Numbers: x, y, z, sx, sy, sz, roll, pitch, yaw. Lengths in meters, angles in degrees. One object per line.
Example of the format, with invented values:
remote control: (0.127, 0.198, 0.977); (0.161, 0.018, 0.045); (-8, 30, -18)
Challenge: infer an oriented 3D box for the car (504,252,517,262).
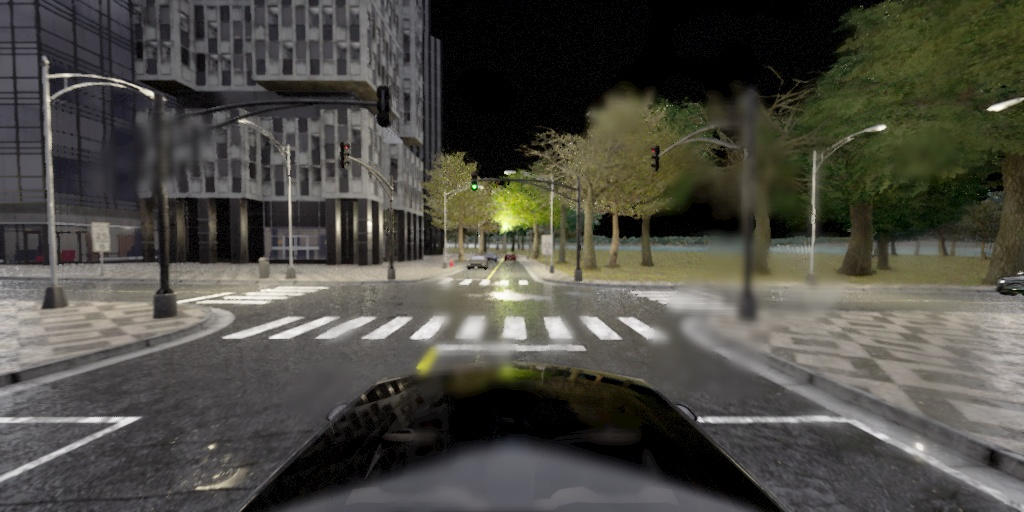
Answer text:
car: (-0.277, 0.132, 58.601); (1.882, 1.535, 5.008); (0, 1, 0)

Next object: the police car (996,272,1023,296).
police car: (25.908, 1.277, 16.777); (4.974, 1.542, 2.038); (1, 2, 0)

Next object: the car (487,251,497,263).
car: (-3.294, 0.091, 53.802); (2.097, 1.767, 4.553); (0, 1, 0)

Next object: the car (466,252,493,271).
car: (-3.231, 0.615, 34.919); (2.033, 1.411, 5.357); (0, 1, 0)
